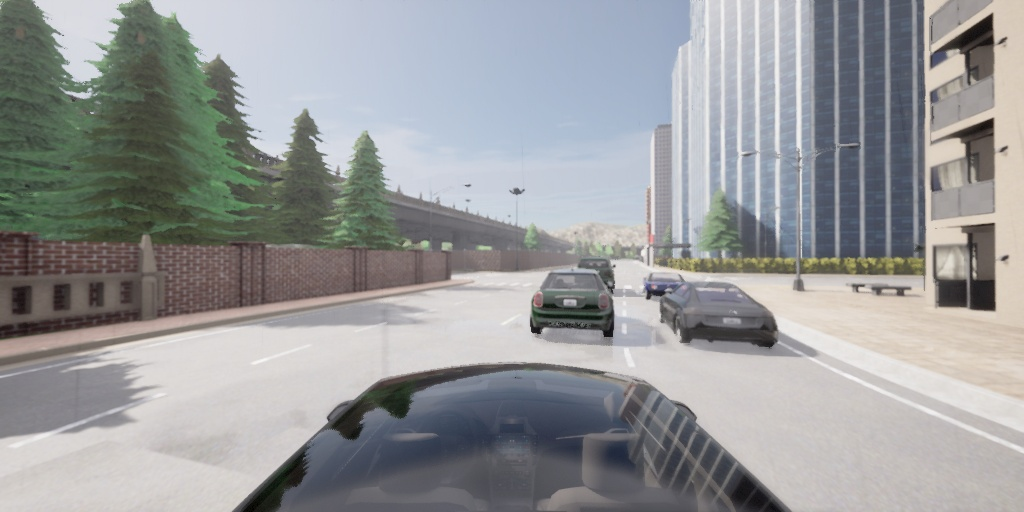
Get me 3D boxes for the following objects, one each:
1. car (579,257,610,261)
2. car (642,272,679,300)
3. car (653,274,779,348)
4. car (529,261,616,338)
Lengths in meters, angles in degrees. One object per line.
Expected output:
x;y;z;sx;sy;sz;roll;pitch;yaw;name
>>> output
5.130;1.101;22.000;2.150;2.045;5.566;0;0;16;car
7.661;1.455;18.182;1.895;1.301;4.718;0;0;17;car
5.178;1.364;9.558;1.994;1.385;4.181;0;0;15;car
1.915;1.158;10.698;2.097;1.767;4.553;0;0;14;car
